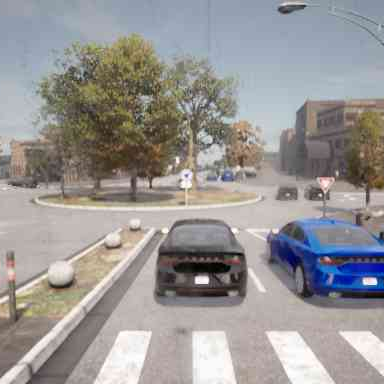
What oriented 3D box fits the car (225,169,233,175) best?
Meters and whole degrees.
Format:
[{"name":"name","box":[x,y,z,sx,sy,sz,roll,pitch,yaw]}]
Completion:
[{"name":"car","box":[10.151,-5.416,90.717,1.837,1.490,4.892,1,6,11]}]

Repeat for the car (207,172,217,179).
[{"name":"car","box":[4.628,-3.804,75.671,1.895,1.301,4.718,1,6,9]}]

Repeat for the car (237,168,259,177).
[{"name":"car","box":[13.108,-4.344,79.705,4.892,1.521,2.231,1,6,10]}]

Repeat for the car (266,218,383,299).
[{"name":"car","box":[3.211,1.401,8.423,1.882,1.535,5.008,0,1,1]}]

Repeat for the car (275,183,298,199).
[{"name":"car","box":[9.402,-0.154,33.023,1.837,1.490,4.892,3,5,13]}]

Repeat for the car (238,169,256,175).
[{"name":"car","box":[14.942,-5.404,90.484,4.792,1.488,2.163,1,6,11]}]

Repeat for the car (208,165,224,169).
[{"name":"car","box":[6.133,-5.119,85.115,2.150,2.045,5.566,1,6,10]}]

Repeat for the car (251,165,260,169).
[{"name":"car","box":[14.526,-5.409,87.774,5.566,2.045,2.435,1,6,10]}]

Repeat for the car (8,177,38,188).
[{"name":"car","box":[-24.790,-1.377,48.731,4.902,1.511,2.128,2,5,27]}]

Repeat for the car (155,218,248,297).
[{"name":"car","box":[0.208,1.397,8.500,1.882,1.535,5.008,0,1,1]}]

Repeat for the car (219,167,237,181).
[{"name":"car","box":[7.108,-3.312,66.781,2.150,2.045,5.566,0,6,2]}]

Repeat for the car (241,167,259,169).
[{"name":"car","box":[13.609,-4.740,82.388,4.553,1.767,2.185,1,6,10]}]

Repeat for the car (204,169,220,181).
[{"name":"car","box":[3.910,-3.115,66.125,2.097,1.767,4.553,0,6,1]}]

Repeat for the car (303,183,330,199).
[{"name":"car","box":[12.302,-0.148,32.941,1.837,1.490,4.892,2,5,11]}]
